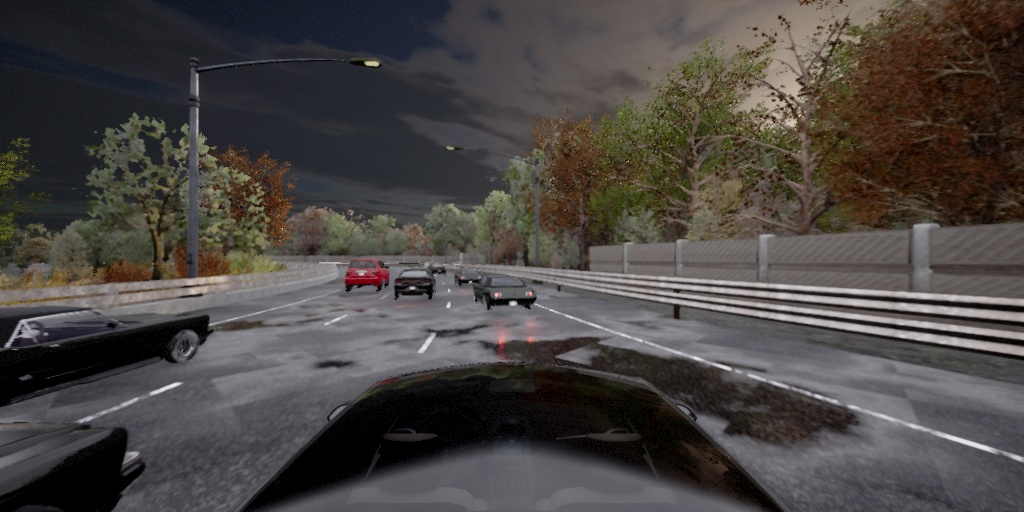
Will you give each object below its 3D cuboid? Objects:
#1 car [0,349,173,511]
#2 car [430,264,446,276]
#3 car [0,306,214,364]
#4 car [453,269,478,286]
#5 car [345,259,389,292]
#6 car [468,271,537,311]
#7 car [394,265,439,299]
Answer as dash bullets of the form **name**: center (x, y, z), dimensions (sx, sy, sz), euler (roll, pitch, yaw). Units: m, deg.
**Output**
- **car**: center (-3.513, 1.334, 0.326), dimensions (1.895, 1.301, 4.718), euler (0, -1, 0)
- **car**: center (-9.982, 1.740, 46.799), dimensions (1.882, 1.535, 5.008), euler (0, 0, -23)
- **car**: center (-7.114, 1.397, 5.338), dimensions (1.895, 1.301, 4.718), euler (0, -1, -2)
- **car**: center (-3.574, 1.655, 28.644), dimensions (1.895, 1.301, 4.718), euler (0, -1, -14)
- **car**: center (-9.690, 1.232, 24.273), dimensions (2.150, 2.045, 5.566), euler (0, -1, -13)
- **car**: center (-0.519, 1.506, 15.591), dimensions (1.895, 1.301, 4.718), euler (0, -1, -15)
- **car**: center (-5.245, 1.434, 19.749), dimensions (1.882, 1.535, 5.008), euler (0, -1, -10)
